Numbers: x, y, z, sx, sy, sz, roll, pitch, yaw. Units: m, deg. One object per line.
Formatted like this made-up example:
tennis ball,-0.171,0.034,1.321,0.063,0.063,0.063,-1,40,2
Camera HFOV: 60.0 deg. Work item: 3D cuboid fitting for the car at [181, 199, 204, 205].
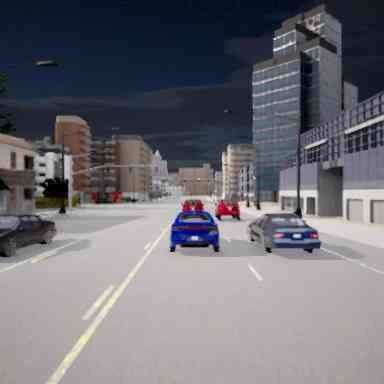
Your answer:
car,0.095,1.771,34.152,2.150,2.045,5.566,0,-1,0

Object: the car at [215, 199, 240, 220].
car,3.596,1.772,34.206,2.150,2.045,5.566,0,-1,0

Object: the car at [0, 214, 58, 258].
car,-7.101,1.583,13.061,2.033,1.411,5.357,0,-1,0

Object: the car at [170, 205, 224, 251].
car,0.098,1.528,14.249,1.882,1.535,5.008,0,-1,0

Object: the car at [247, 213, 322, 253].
car,3.598,1.593,13.882,2.033,1.411,5.357,0,-1,0
